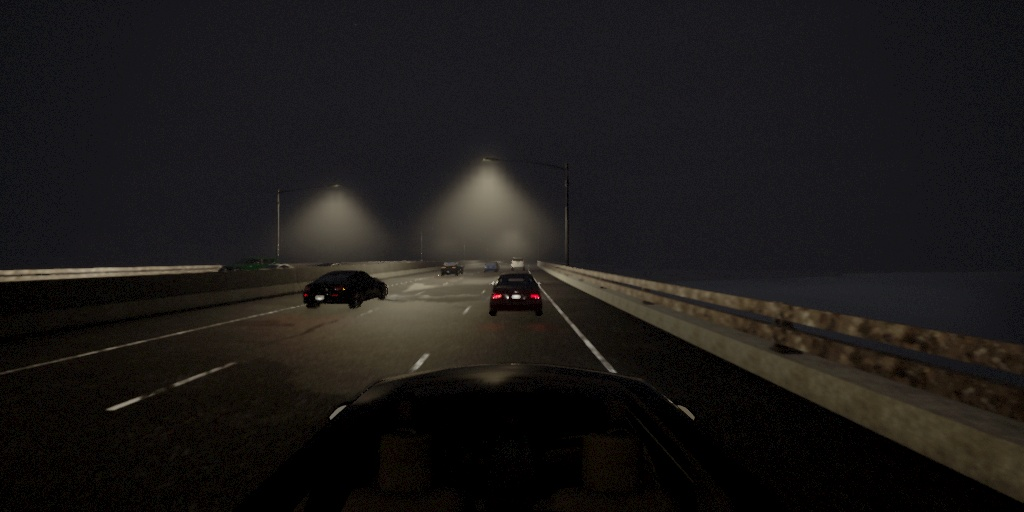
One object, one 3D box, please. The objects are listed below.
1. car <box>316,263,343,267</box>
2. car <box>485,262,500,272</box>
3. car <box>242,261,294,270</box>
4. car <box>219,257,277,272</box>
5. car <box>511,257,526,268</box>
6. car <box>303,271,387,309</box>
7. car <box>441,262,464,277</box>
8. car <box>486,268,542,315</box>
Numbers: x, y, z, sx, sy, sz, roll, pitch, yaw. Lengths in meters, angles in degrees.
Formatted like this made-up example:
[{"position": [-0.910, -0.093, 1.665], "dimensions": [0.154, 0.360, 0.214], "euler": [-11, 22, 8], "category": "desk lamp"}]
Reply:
[{"position": [-17.207, 1.414, 33.542], "dimensions": [1.837, 1.490, 4.892], "euler": [0, -1, 1], "category": "car"}, {"position": [-2.728, 1.537, 49.871], "dimensions": [2.033, 1.411, 5.357], "euler": [0, 0, 2], "category": "car"}, {"position": [-20.761, 1.411, 31.463], "dimensions": [1.812, 1.442, 4.674], "euler": [0, -1, 1], "category": "car"}, {"position": [-24.213, 1.116, 33.364], "dimensions": [2.150, 2.045, 5.566], "euler": [0, 0, 1], "category": "car"}, {"position": [1.034, 1.264, 58.187], "dimensions": [2.150, 2.045, 5.566], "euler": [0, 0, 2], "category": "car"}, {"position": [-6.844, 1.332, 15.105], "dimensions": [1.812, 1.442, 4.674], "euler": [0, 0, 0], "category": "car"}, {"position": [-6.486, 1.420, 39.177], "dimensions": [2.128, 1.511, 4.902], "euler": [0, 0, 1], "category": "car"}, {"position": [0.146, 1.351, 13.866], "dimensions": [2.033, 1.411, 5.357], "euler": [0, 0, 0], "category": "car"}]
